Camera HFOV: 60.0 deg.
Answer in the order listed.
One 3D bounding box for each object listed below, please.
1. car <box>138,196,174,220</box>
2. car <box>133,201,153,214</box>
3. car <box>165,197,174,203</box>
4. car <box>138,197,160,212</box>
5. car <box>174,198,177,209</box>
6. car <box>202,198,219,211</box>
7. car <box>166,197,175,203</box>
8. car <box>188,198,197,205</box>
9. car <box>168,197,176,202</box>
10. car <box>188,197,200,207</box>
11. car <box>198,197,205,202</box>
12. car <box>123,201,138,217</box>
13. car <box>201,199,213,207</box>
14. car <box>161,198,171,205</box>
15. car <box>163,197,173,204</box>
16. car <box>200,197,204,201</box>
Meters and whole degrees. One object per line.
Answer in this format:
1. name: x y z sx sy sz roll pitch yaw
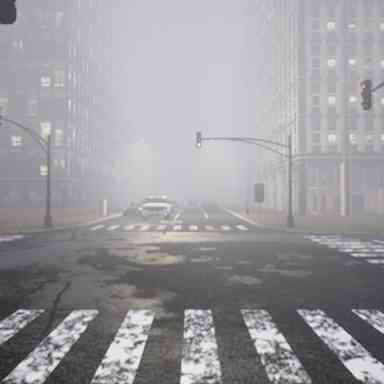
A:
1. car: -3.099 1.395 29.994 2.150 2.045 5.566 0 0 0
2. car: -5.680 1.808 39.001 1.802 1.307 4.206 1 0 0
3. car: -5.682 2.030 83.602 1.887 1.381 4.507 1 0 0
4. car: -5.675 1.574 44.578 2.192 1.841 5.009 1 0 0
5. car: -3.100 1.757 39.914 1.812 1.442 4.674 0 0 0
6. car: 2.700 1.841 44.639 1.802 1.307 4.206 1 0 0
7. car: -5.682 2.069 89.177 2.008 1.369 4.403 1 0 0
8. car: 0.072 1.971 70.646 1.994 1.385 4.181 0 0 0
9. car: -5.683 2.117 94.752 1.947 1.339 4.313 1 0 0
10. car: 0.093 1.897 60.293 2.033 1.411 5.357 0 0 0
11. car: 2.698 2.096 94.834 1.887 1.381 4.507 1 0 0
12. car: -5.676 1.634 33.427 1.967 1.590 4.097 1 0 0
13. car: 2.700 1.922 61.371 1.947 1.339 4.313 1 0 0
14. car: -5.681 1.965 72.452 1.887 1.381 4.507 1 0 0
15. car: -5.681 2.004 78.027 2.008 1.369 4.403 1 0 0
16. car: 2.701 1.850 55.965 1.752 1.417 4.829 1 0 0
